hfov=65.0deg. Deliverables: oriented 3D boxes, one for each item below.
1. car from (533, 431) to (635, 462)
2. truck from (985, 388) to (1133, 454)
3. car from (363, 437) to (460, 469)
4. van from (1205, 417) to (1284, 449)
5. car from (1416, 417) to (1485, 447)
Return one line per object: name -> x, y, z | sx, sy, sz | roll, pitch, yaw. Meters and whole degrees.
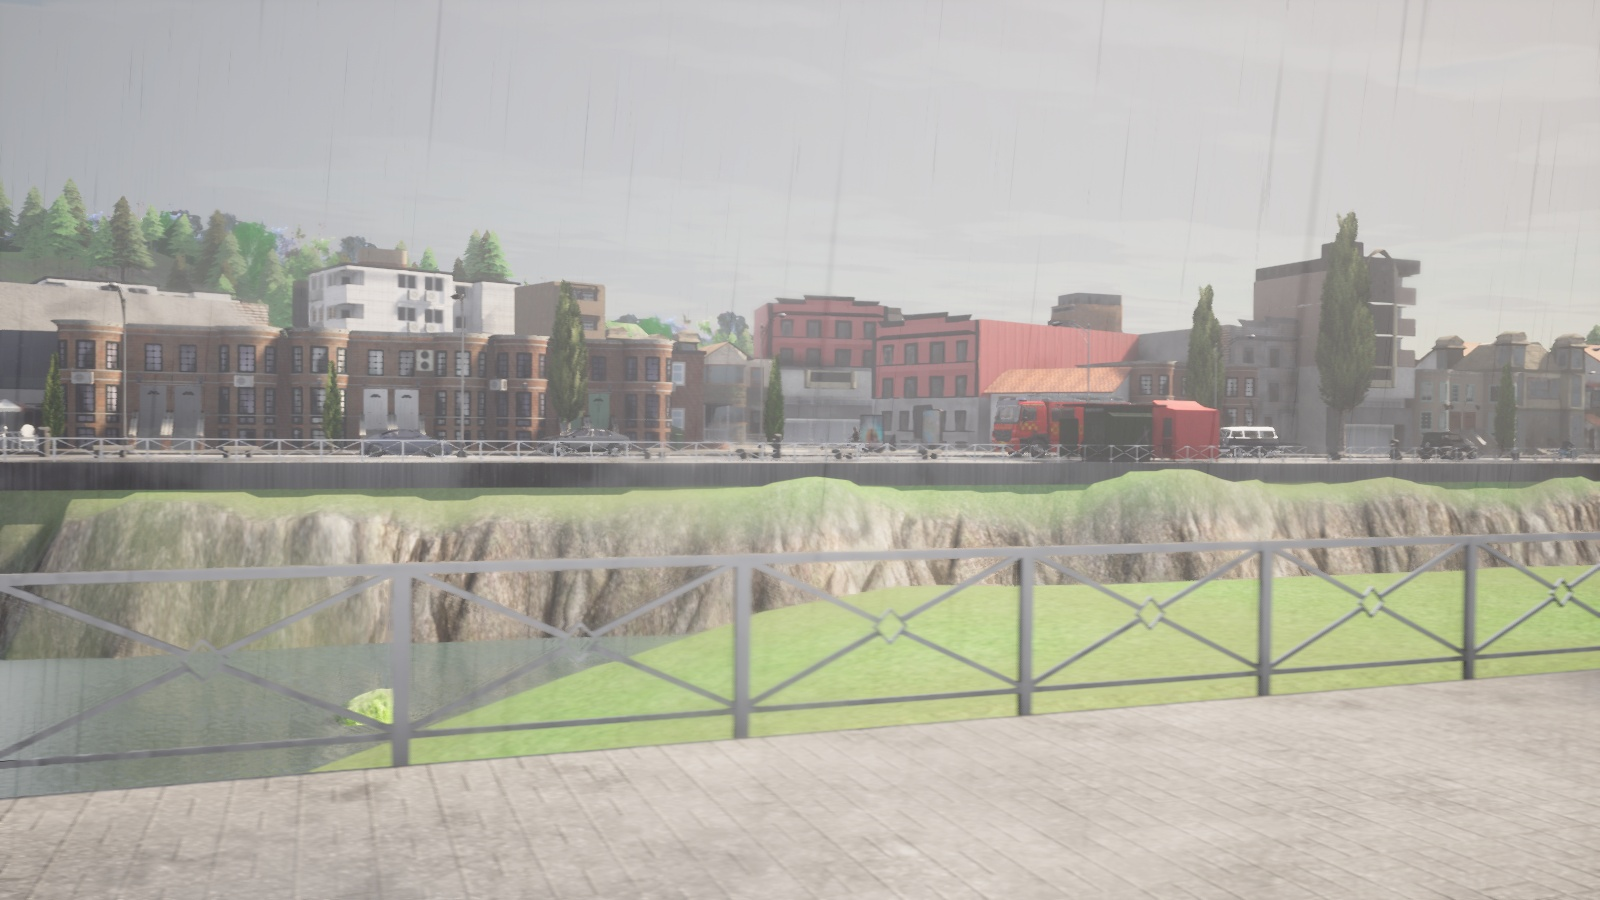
car -> -11.255, -0.190, 65.486 | 4.902, 1.511, 2.128 | -1, 1, -21
truck -> 15.624, -1.767, 75.689 | 8.468, 3.827, 2.891 | -1, 1, -21
car -> -18.152, 0.105, 58.587 | 4.181, 1.385, 1.994 | -1, 1, -21
van -> 28.511, -1.098, 80.593 | 4.480, 2.038, 2.069 | -1, 1, -21
car -> 42.212, -1.189, 81.522 | 3.866, 1.878, 1.905 | -1, 1, -21
